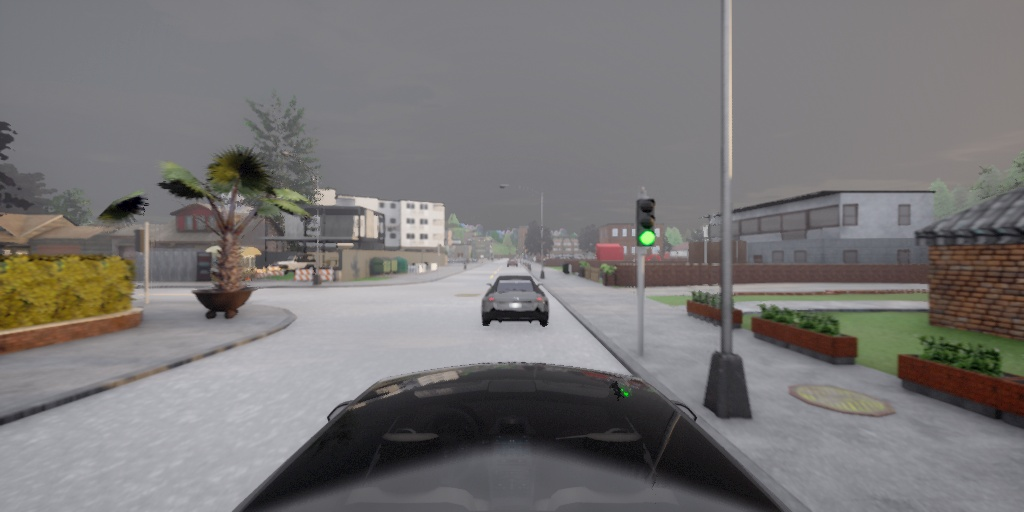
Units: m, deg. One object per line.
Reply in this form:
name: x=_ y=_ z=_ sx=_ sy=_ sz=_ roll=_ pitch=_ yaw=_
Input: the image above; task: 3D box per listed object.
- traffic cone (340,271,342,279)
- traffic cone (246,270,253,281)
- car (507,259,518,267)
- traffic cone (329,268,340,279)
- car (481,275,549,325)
traffic cone: x=-15.402 y=1.549 z=32.371 sx=0.344 sy=0.586 sz=0.344 roll=0 pitch=0 yaw=0
traffic cone: x=-19.808 y=1.561 z=26.916 sx=0.344 sy=0.586 sz=0.344 roll=0 pitch=0 yaw=0
car: x=0.088 y=1.259 z=63.575 sx=1.812 sy=1.442 sz=4.674 roll=0 pitch=0 yaw=0
traffic cone: x=-15.763 y=1.552 z=31.801 sx=0.344 sy=0.586 sz=0.344 roll=0 pitch=0 yaw=0
car: x=0.091 y=1.312 z=11.781 sx=1.994 sy=1.385 sz=4.181 roll=0 pitch=0 yaw=0
